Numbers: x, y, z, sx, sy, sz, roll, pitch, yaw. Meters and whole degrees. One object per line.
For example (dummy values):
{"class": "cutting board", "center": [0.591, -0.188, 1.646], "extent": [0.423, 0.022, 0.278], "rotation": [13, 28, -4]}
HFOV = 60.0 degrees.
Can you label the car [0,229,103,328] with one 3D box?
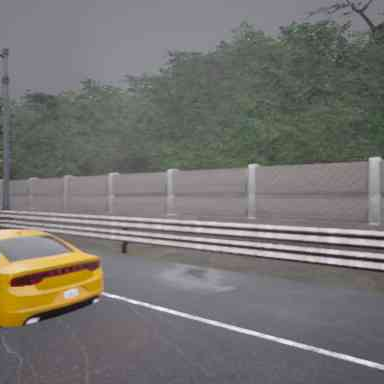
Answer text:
{"class": "car", "center": [-3.979, 1.517, 6.874], "extent": [5.008, 1.535, 1.882], "rotation": [0, 0, 36]}
